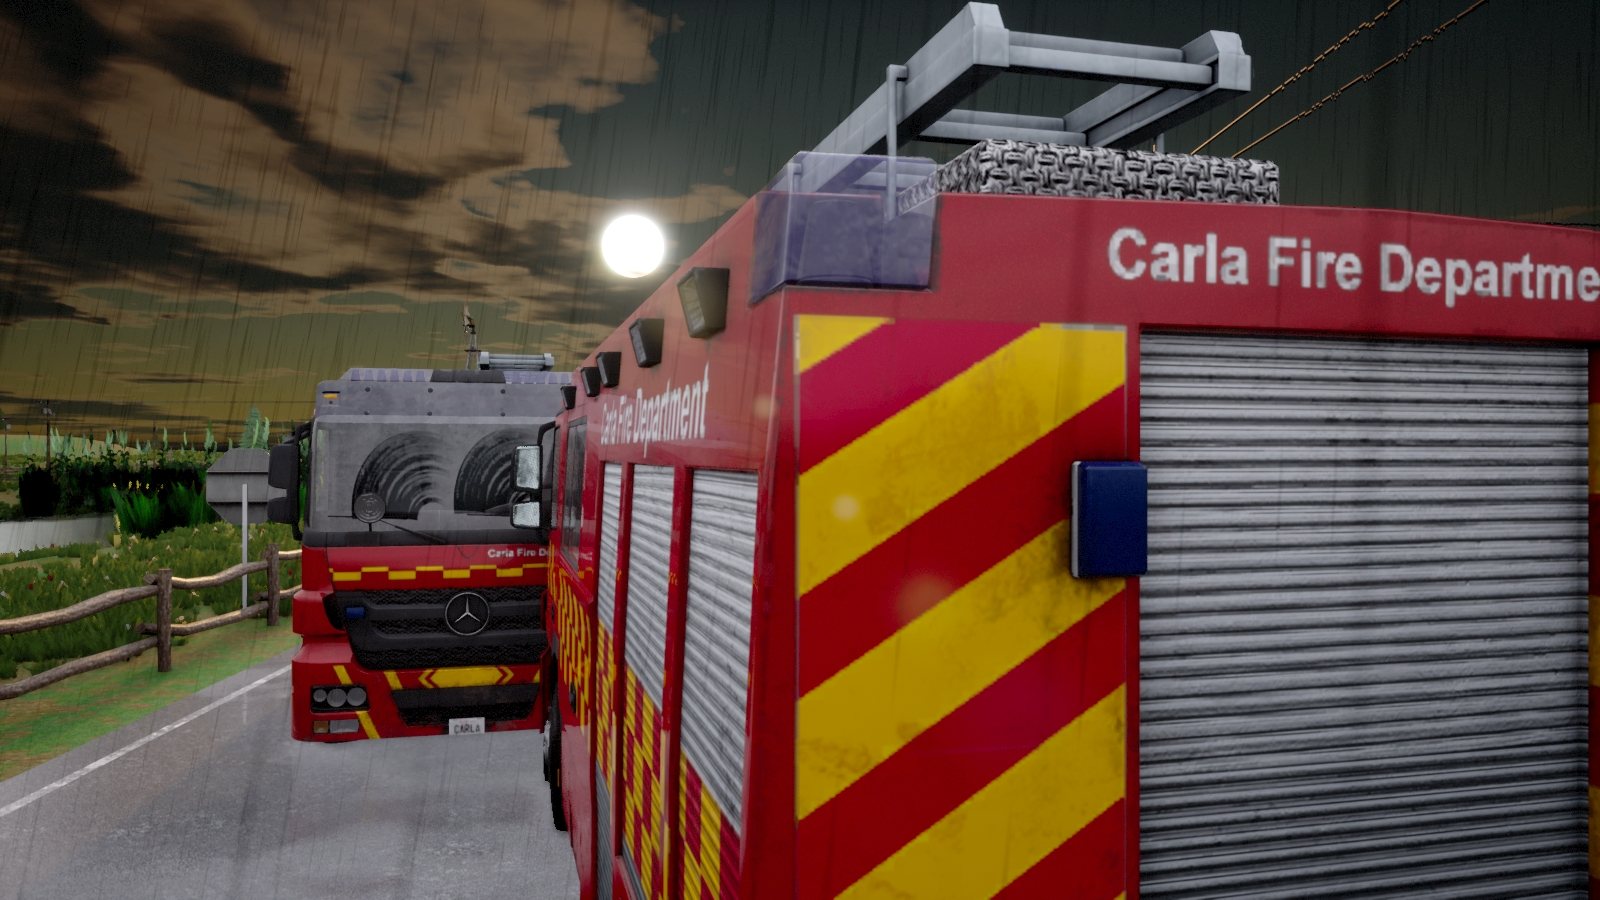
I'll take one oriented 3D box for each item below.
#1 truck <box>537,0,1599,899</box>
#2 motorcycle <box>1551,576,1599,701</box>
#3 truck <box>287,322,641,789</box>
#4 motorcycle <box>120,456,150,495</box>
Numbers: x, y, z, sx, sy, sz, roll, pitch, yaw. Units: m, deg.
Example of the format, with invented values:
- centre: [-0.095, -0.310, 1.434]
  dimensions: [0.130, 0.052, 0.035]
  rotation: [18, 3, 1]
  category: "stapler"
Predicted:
- centre: [0.075, 0.867, 6.871]
  dimensions: [2.891, 3.827, 8.468]
  rotation: [0, 0, -15]
  category: "truck"
- centre: [9.774, 2.142, 13.106]
  dimensions: [1.805, 1.316, 0.856]
  rotation: [0, 0, -7]
  category: "motorcycle"
- centre: [-3.921, 0.862, 13.841]
  dimensions: [2.891, 3.827, 8.468]
  rotation: [0, 0, -15]
  category: "truck"
- centre: [-41.391, 1.577, 71.120]
  dimensions: [0.803, 2.348, 2.033]
  rotation: [0, 0, -4]
  category: "motorcycle"
